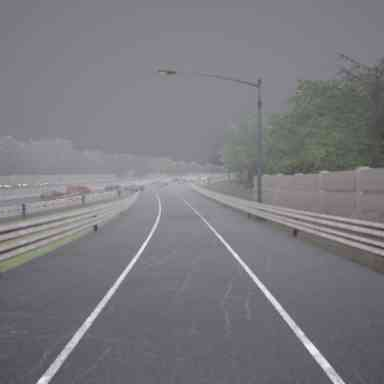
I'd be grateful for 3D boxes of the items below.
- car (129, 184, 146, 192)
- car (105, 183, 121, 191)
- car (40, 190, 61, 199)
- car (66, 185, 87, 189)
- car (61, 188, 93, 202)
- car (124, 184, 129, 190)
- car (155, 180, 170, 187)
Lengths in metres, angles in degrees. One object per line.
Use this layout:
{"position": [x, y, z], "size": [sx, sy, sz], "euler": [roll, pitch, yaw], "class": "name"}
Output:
{"position": [-11.288, -0.877, 71.443], "size": [1.994, 1.385, 4.181], "euler": [0, 4, 12], "class": "car"}
{"position": [-17.707, -1.252, 74.853], "size": [2.097, 1.767, 4.553], "euler": [0, 4, 12], "class": "car"}
{"position": [-22.387, 0.326, 53.423], "size": [1.994, 1.385, 4.181], "euler": [0, 4, 12], "class": "car"}
{"position": [-18.534, -0.130, 54.646], "size": [2.150, 2.045, 5.566], "euler": [0, 4, 12], "class": "car"}
{"position": [-16.399, 0.635, 48.032], "size": [1.994, 1.385, 4.181], "euler": [0, 4, 12], "class": "car"}
{"position": [-13.851, -1.167, 76.112], "size": [2.033, 1.411, 5.357], "euler": [0, 4, 12], "class": "car"}
{"position": [-7.401, -2.022, 89.248], "size": [2.033, 1.411, 5.357], "euler": [0, 4, 12], "class": "car"}
